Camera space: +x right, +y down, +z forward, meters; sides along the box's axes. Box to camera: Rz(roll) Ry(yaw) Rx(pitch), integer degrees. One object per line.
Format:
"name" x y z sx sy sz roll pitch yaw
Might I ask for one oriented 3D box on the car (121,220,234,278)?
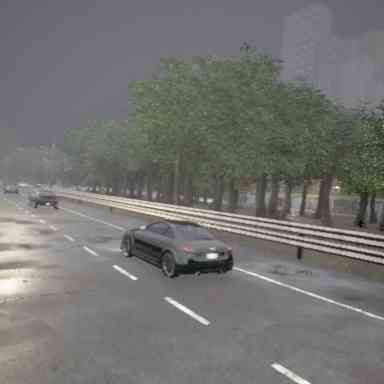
"car" -0.591 1.550 10.287 1.994 1.385 4.181 4 0 -34

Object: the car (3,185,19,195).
"car" -27.632 -0.401 50.872 1.994 1.385 4.181 4 0 -32

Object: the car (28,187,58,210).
"car" -12.763 0.611 28.469 1.837 1.490 4.892 4 0 -34
